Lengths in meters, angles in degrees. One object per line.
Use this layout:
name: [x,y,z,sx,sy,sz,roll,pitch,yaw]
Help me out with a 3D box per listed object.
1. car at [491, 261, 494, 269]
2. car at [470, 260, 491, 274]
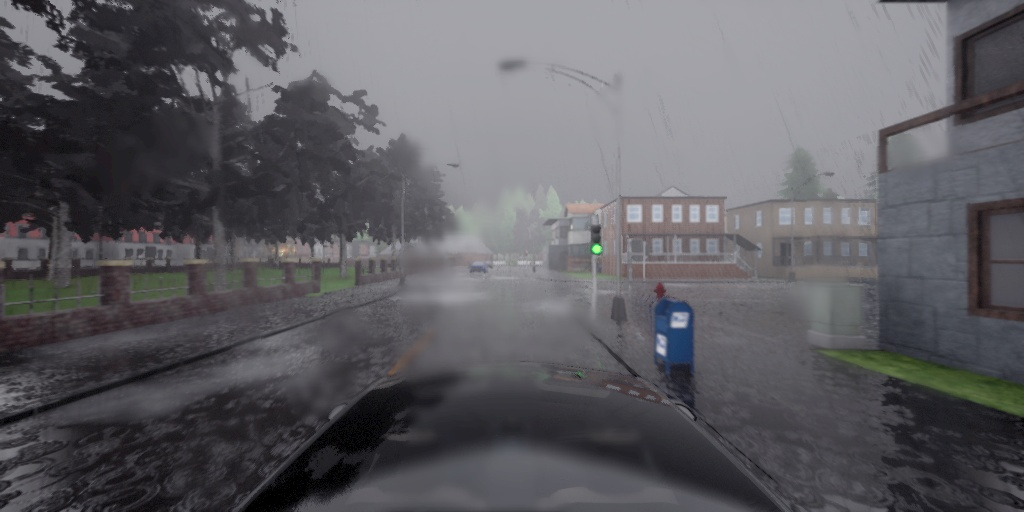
car: [-4.005,1.453,60.173,2.033,1.411,5.357,0,0,0]
car: [-4.077,1.329,44.484,1.882,1.535,5.008,0,0,0]
